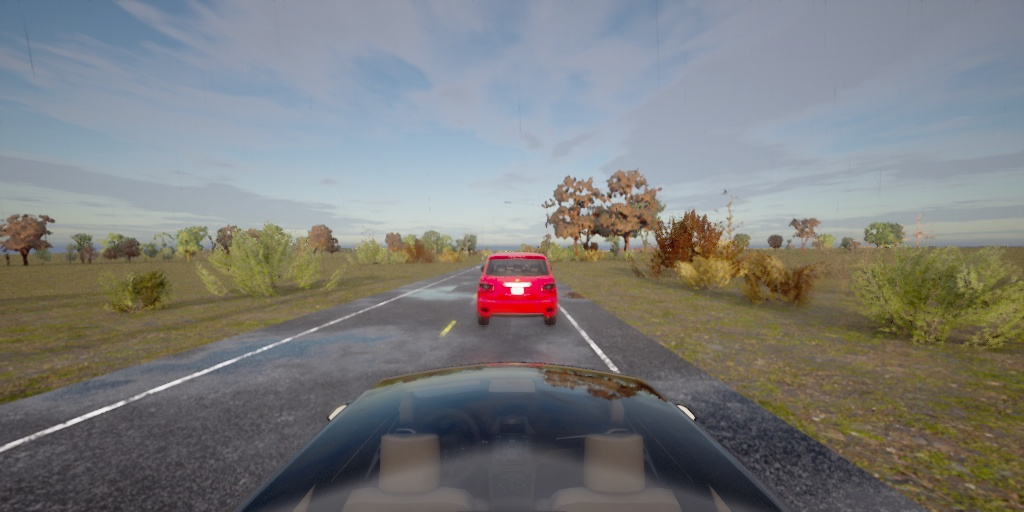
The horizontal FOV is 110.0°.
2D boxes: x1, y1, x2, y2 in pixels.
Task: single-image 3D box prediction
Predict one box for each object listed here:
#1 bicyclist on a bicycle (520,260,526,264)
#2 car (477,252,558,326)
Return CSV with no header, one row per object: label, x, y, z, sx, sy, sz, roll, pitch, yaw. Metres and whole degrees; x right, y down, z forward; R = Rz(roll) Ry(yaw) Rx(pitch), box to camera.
bicyclist on a bicycle,1.156,0.861,37.698,0.659,1.776,1.843,0,1,0
car,0.148,0.902,11.449,2.150,2.045,5.566,0,1,0
